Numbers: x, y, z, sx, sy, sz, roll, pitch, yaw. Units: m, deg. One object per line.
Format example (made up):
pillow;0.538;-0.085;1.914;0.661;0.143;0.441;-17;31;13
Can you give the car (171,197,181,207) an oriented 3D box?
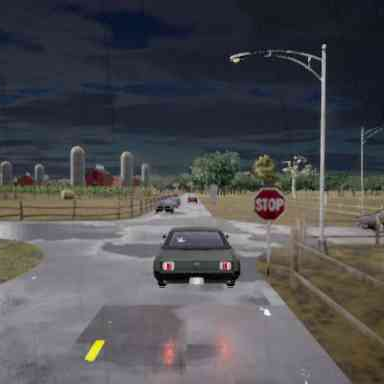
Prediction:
car;-2.836;1.499;45.140;1.994;1.385;4.181;0;0;0

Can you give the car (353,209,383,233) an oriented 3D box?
car;12.707;1.741;20.851;4.892;1.490;1.837;1;1;0

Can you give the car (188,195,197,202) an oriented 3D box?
car;0.010;1.410;75.498;1.994;1.385;4.181;0;0;0

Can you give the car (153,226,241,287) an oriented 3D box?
car;0.104;1.593;9.269;1.895;1.301;4.718;0;0;0

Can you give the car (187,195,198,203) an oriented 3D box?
car;0.108;1.365;64.969;1.882;1.535;5.008;0;0;0

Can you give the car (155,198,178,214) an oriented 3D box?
car;-2.799;1.557;35.068;1.895;1.301;4.718;0;0;-1

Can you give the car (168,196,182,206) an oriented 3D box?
car;-2.819;1.458;55.614;2.033;1.411;5.357;0;0;0
